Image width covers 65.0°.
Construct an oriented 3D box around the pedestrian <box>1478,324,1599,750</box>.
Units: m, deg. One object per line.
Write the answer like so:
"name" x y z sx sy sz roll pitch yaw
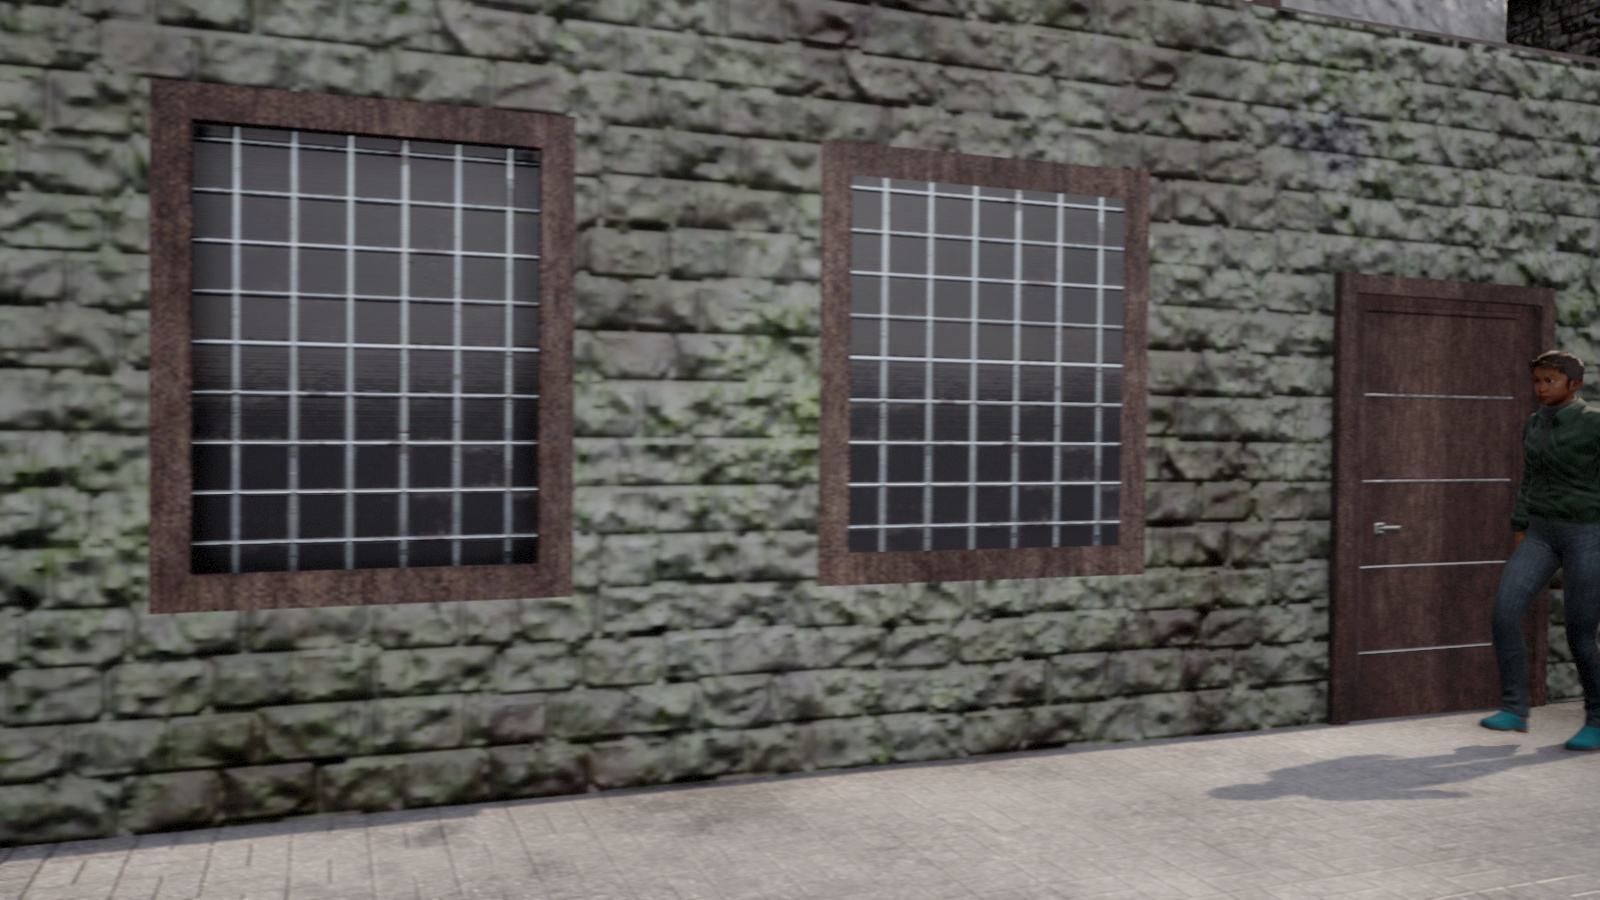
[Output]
"pedestrian" 3.465 0.374 5.707 0.614 1.847 0.353 -1 1 -20
